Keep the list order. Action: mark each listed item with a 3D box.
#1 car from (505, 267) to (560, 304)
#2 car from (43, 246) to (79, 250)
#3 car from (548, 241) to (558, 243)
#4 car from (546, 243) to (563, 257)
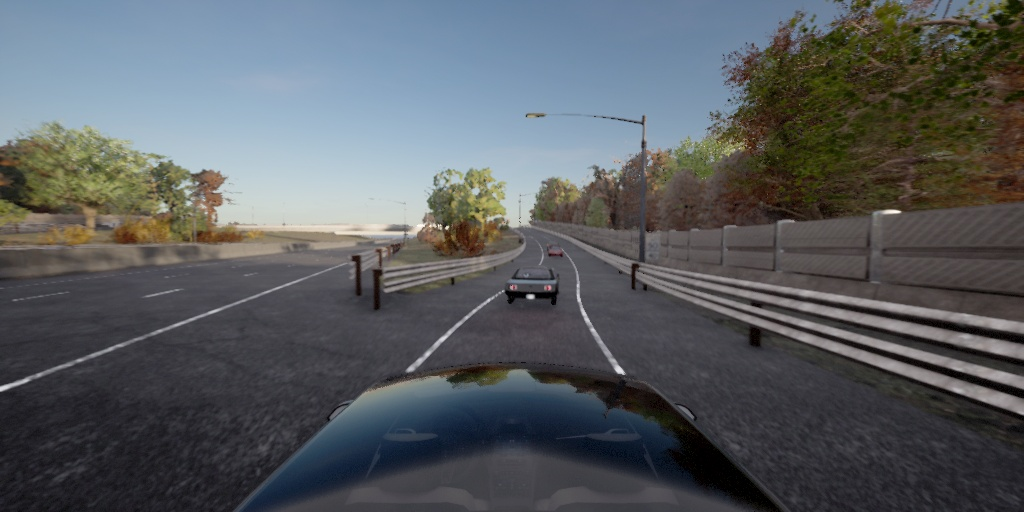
[{"bbox_3d":[1.003,1.089,14.745,1.895,1.301,4.718,1,1,9],"label":"car"},{"bbox_3d":[-42.134,-0.218,33.456,1.994,1.385,4.181,-1,3,-16],"label":"car"},{"bbox_3d":[6.776,-1.766,59.625,2.097,1.767,4.553,0,6,3],"label":"car"},{"bbox_3d":[6.043,-0.671,49.980,1.994,1.385,4.181,0,5,5],"label":"car"}]
